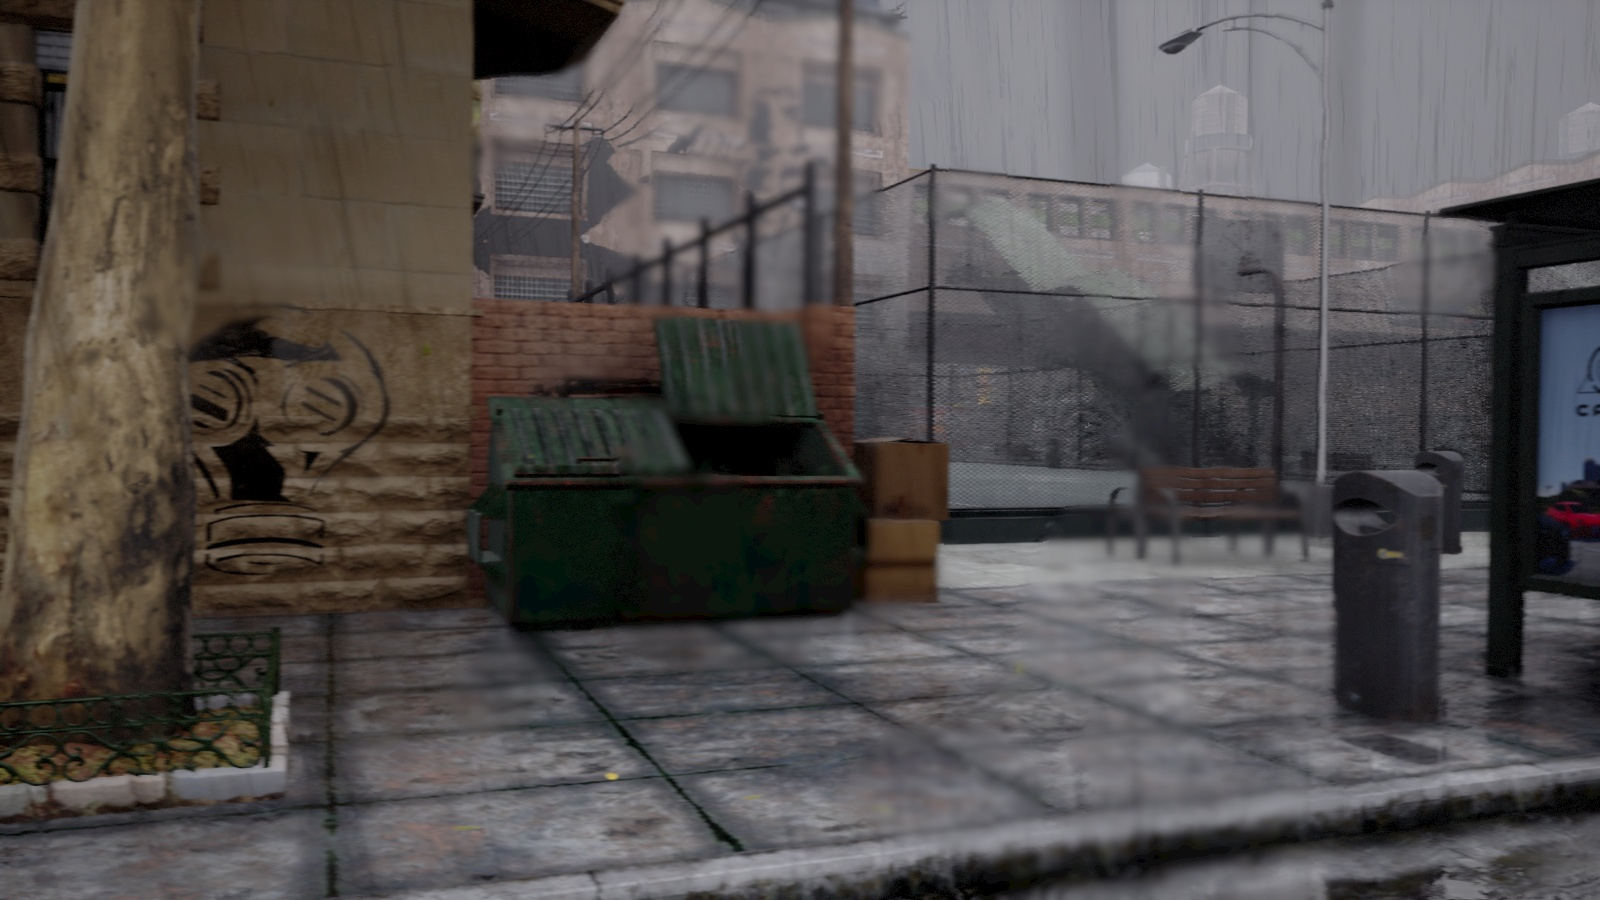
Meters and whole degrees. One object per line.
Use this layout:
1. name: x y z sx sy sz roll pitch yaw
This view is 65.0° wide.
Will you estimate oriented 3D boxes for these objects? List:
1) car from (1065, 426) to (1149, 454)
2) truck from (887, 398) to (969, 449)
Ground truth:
1. car: 16.972 -0.564 69.737 2.128 1.511 4.902 -1 1 -20
2. truck: 9.945 -2.081 98.753 2.891 3.827 8.468 -1 1 -20
